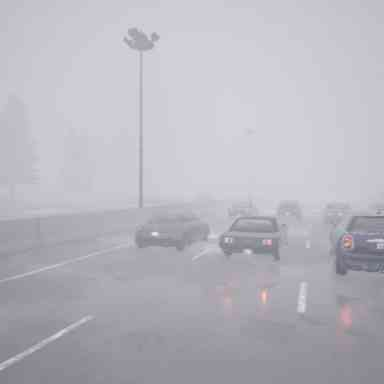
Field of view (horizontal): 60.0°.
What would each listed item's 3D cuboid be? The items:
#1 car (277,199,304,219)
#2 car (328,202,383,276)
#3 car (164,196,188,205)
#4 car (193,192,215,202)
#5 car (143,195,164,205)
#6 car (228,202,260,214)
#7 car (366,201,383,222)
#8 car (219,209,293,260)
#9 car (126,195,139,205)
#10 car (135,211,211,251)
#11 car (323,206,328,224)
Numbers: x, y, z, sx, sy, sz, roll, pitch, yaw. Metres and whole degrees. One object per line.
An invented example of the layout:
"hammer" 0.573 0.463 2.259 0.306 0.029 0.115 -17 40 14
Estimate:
"car" 8.240 1.387 27.883 1.837 1.490 4.892 0 1 21
"car" 5.348 1.313 9.953 2.097 1.767 4.553 0 0 21
"car" -2.086 1.285 50.932 1.812 1.442 4.674 0 0 20
"car" 2.027 0.985 51.950 2.150 2.045 5.566 0 0 21
"car" -5.486 1.352 51.834 1.895 1.301 4.718 0 0 20
"car" 4.421 1.477 27.668 1.895 1.301 4.718 0 0 21
"car" 14.979 1.463 25.919 1.994 1.385 4.181 0 0 21
"car" 2.522 1.546 12.383 1.895 1.301 4.718 0 0 21
"car" -8.761 1.231 53.063 2.128 1.511 4.902 0 0 20
"car" -0.631 1.495 13.946 1.994 1.385 4.181 0 0 21
"car" 10.183 1.453 23.104 2.033 1.411 5.357 0 0 21
